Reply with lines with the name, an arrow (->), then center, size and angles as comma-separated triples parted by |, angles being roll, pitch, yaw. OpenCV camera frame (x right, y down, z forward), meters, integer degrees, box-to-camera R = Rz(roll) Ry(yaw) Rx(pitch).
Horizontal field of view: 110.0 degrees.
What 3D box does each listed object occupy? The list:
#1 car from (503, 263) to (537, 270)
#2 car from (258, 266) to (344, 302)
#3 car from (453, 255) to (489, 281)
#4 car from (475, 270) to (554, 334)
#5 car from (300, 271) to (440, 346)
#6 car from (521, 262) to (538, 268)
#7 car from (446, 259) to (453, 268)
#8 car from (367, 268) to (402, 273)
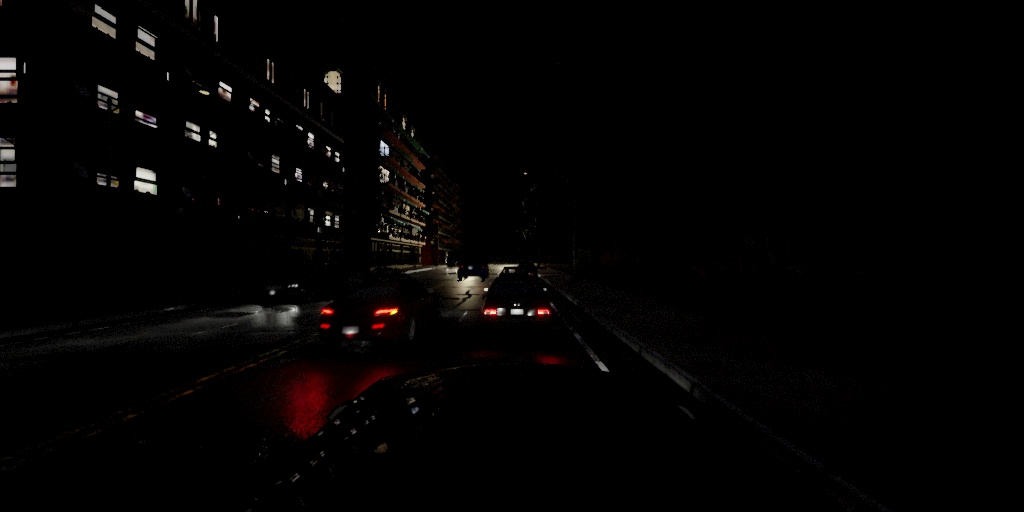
car -> 0.116, 1.301, 20.915 | 2.033, 1.411, 5.357 | 0, 0, 0
car -> -9.837, 1.244, 17.170 | 2.128, 1.511, 4.902 | 0, 0, 0
car -> -3.125, 0.976, 29.603 | 2.150, 2.045, 5.566 | 0, 0, 0
car -> 0.110, 1.299, 10.554 | 2.033, 1.411, 5.357 | 0, 0, 0
car -> -3.145, 1.277, 9.288 | 1.812, 1.442, 4.674 | 0, 0, 0
car -> 1.164, 1.259, 30.682 | 1.837, 1.490, 4.892 | 0, 0, 0
car -> -9.772, 1.259, 60.299 | 1.837, 1.490, 4.892 | 0, -1, 0
car -> -6.585, 1.317, 18.690 | 1.994, 1.385, 4.181 | 0, 0, 0
